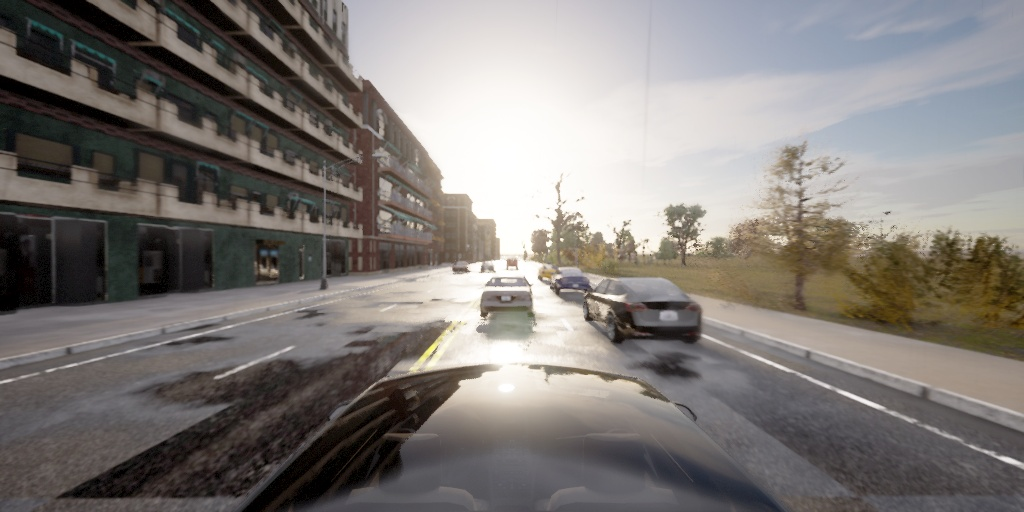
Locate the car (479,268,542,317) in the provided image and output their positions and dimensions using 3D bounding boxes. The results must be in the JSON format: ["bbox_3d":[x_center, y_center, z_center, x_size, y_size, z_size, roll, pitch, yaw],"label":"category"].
[{"bbox_3d":[-0.133,1.352,13.470,2.033,1.411,5.357,0,0,1],"label":"car"}]

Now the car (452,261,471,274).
[{"bbox_3d":[-6.557,1.445,46.683,1.882,1.535,5.008,0,0,0],"label":"car"}]

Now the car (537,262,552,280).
[{"bbox_3d":[3.261,1.350,31.938,1.801,1.575,5.366,0,0,0],"label":"car"}]

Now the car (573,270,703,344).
[{"bbox_3d":[3.253,1.291,9.777,2.163,1.488,4.792,0,0,0],"label":"car"}]

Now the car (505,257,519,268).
[{"bbox_3d":[0.022,1.281,64.410,2.150,2.045,5.566,0,0,0],"label":"car"}]

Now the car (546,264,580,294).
[{"bbox_3d":[3.256,1.365,20.747,1.812,1.442,4.674,0,0,0],"label":"car"}]

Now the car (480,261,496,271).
[{"bbox_3d":[-3.289,1.473,49.171,2.128,1.511,4.902,0,0,0],"label":"car"}]
